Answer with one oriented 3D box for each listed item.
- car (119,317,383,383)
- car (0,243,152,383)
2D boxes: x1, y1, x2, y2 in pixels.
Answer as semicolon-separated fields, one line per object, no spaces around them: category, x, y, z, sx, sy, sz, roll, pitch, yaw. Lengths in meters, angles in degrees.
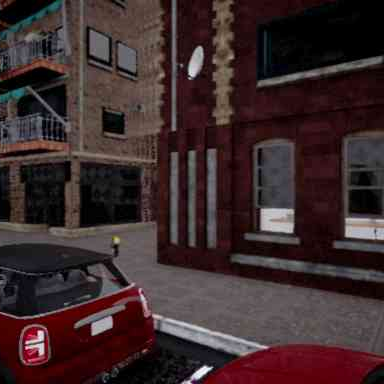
car;1.963;1.543;1.467;4.507;1.381;1.887;0;0;35
car;-2.538;1.452;4.676;4.097;1.590;1.967;0;0;35
